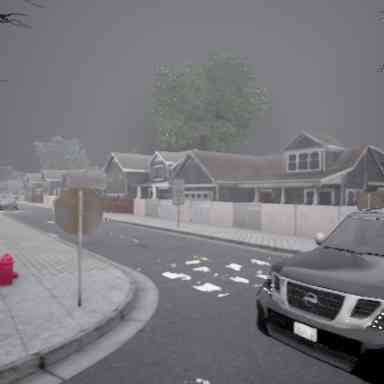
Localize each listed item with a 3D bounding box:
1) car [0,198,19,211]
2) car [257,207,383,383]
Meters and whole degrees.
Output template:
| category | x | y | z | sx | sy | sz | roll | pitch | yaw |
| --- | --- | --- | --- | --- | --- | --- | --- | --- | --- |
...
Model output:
| category | x | y | z | sx | sy | sz | roll | pitch | yaw |
| --- | --- | --- | --- | --- | --- | --- | --- | --- | --- |
| car | -23.899 | 1.606 | 43.135 | 1.812 | 1.442 | 4.674 | 1 | 0 | -36 |
| car | 3.576 | 1.288 | 5.457 | 5.566 | 2.045 | 2.150 | 1 | 0 | -35 |
